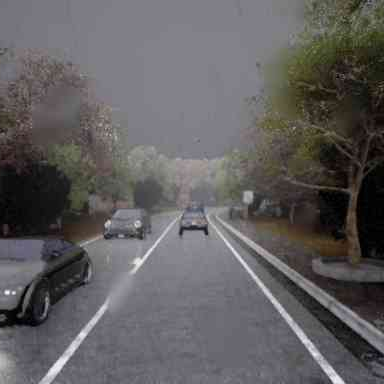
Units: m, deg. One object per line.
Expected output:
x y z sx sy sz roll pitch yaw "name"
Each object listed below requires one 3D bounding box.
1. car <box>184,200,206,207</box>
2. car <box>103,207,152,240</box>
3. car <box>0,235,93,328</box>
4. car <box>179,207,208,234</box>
0.547 2.107 43.467 2.150 2.045 5.566 0 -1 3 "car"
-3.573 1.686 19.094 2.097 1.767 4.553 0 -1 0 "car"
-3.586 1.638 7.045 1.994 1.385 4.181 0 -1 0 "car"
0.098 1.952 22.199 2.033 1.411 5.357 0 -1 0 "car"
